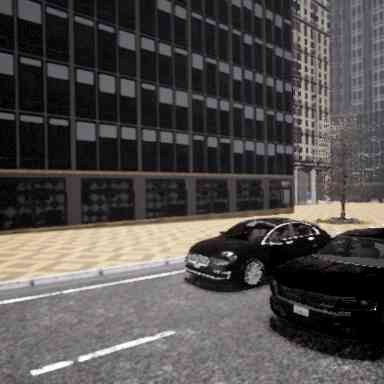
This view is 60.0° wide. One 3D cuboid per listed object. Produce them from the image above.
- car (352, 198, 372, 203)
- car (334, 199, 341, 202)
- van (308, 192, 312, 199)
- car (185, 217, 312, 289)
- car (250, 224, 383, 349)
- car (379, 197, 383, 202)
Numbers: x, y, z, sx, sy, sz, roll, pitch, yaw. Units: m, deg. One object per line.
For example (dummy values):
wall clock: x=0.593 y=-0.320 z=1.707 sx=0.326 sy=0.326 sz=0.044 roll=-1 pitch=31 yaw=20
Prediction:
car: x=32.032 y=1.370 z=63.605 sx=1.802 sy=1.307 sz=4.206 roll=-1 pitch=1 yaw=-40
car: x=28.443 y=1.317 z=68.012 sx=1.947 sy=1.339 sz=4.313 roll=-1 pitch=1 yaw=-40
van: x=27.659 y=0.872 z=82.139 sx=1.690 sy=1.788 sz=3.998 roll=-1 pitch=1 yaw=-40
car: x=2.055 y=1.508 z=9.342 sx=4.892 sy=1.490 sz=1.837 roll=0 pitch=0 yaw=-37
car: x=3.589 y=1.474 z=6.412 sx=5.008 sy=1.535 sz=1.882 roll=0 pitch=0 yaw=-37
car: x=35.653 y=1.390 z=59.222 sx=1.947 sy=1.339 sz=4.313 roll=-1 pitch=1 yaw=-40
